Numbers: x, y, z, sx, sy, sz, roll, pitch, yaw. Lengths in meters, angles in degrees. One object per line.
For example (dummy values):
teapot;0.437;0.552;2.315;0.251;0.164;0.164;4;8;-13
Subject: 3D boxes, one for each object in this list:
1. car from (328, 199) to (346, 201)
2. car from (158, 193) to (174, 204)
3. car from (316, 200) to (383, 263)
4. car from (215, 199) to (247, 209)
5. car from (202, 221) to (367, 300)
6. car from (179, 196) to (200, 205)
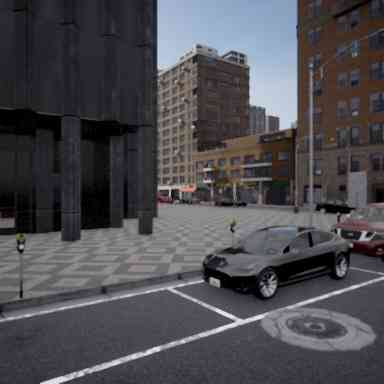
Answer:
car;14.194;1.409;31.394;1.882;1.535;5.008;0;0;-34
car;-5.450;1.233;59.970;2.150;2.045;5.566;0;0;-35
car;6.851;1.304;11.667;5.009;1.841;2.192;0;0;-36
car;5.181;1.533;44.434;1.895;1.301;4.718;0;0;-35
car;2.263;1.560;8.388;4.313;1.339;1.947;0;0;-36
car;-0.484;1.403;58.158;2.128;1.511;4.902;0;0;-34
